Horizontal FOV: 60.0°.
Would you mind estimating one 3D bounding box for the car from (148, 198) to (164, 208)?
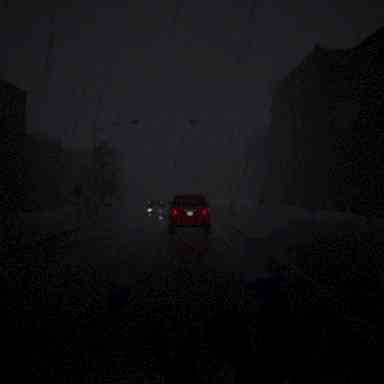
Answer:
[{"bbox_3d":[-4.635,1.396,43.367,1.895,1.301,4.718,0,0,-2],"label":"car"}]

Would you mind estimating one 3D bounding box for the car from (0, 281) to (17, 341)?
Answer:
[{"bbox_3d":[-3.257,1.533,2.252,2.033,1.411,5.357,0,0,-2],"label":"car"}]

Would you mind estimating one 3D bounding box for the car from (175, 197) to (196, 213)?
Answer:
[{"bbox_3d":[-0.700,1.323,35.628,2.128,1.511,4.902,0,0,-2],"label":"car"}]

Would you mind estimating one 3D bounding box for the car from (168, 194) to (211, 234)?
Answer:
[{"bbox_3d":[-0.178,1.131,18.901,2.150,2.045,5.566,0,0,-2],"label":"car"}]
